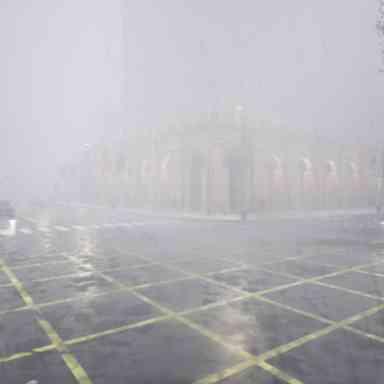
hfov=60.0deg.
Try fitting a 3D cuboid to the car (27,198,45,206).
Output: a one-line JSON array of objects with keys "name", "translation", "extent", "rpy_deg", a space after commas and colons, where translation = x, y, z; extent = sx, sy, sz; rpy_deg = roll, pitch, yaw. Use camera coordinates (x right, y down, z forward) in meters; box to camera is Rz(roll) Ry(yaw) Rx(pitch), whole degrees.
[{"name": "car", "translation": [-24.925, 1.577, 53.055], "extent": [1.895, 1.301, 4.718], "rpy_deg": [0, 0, -35]}]

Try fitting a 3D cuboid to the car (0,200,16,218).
[{"name": "car", "translation": [-16.822, 1.498, 29.195], "extent": [1.837, 1.490, 4.892], "rpy_deg": [0, 0, -36]}]
